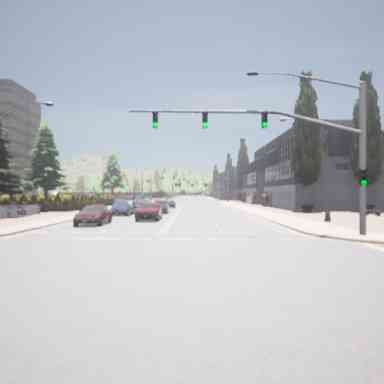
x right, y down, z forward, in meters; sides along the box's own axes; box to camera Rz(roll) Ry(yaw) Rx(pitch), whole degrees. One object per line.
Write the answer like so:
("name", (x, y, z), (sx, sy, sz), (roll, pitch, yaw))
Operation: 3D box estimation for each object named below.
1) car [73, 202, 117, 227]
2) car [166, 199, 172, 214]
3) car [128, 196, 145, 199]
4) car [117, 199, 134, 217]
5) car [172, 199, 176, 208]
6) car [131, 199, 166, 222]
("car", (-7.111, 1.650, 24.265), (1.812, 1.442, 4.674), (0, 0, 0))
("car", (-3.614, 1.698, 37.842), (1.837, 1.490, 4.892), (0, 0, 0))
("car", (-7.103, 1.726, 46.020), (2.128, 1.511, 4.902), (0, 0, 0))
("car", (-7.113, 1.698, 33.713), (1.812, 1.442, 4.674), (0, 0, 0))
("car", (-3.574, 1.828, 51.850), (1.994, 1.385, 4.181), (0, 0, 2))
("car", (-3.612, 1.622, 28.254), (1.882, 1.535, 5.008), (0, 0, 0))
